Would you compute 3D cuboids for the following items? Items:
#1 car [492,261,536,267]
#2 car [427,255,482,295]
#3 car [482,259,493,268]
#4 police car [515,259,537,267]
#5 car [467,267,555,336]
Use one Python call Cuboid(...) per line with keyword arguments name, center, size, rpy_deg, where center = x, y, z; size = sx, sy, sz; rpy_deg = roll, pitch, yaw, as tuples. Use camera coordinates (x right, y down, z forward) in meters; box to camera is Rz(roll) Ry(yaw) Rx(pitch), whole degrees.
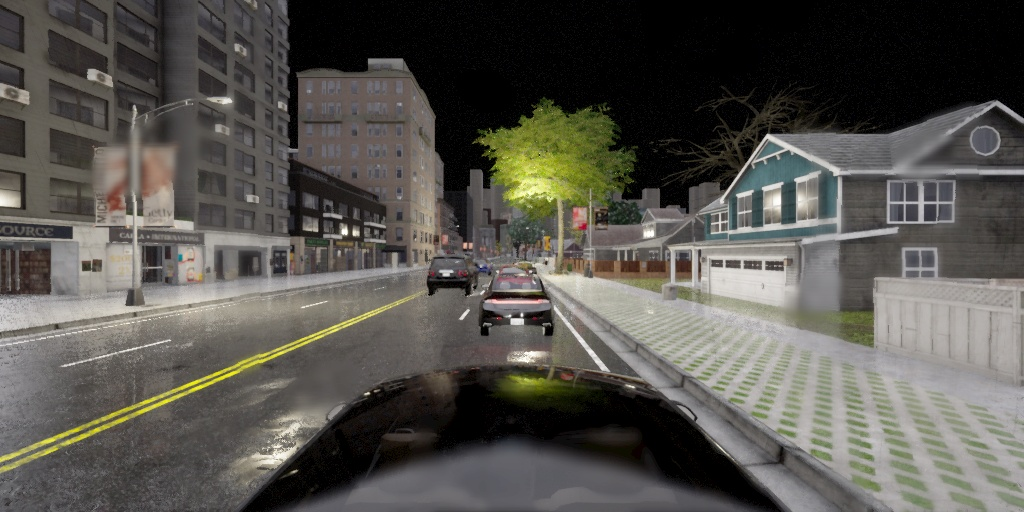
Cuboid(name="car", center=(0.124, 1.219, 19.869), size=(1.882, 1.535, 5.008), rpy_deg=(0, 0, 0))
Cuboid(name="car", center=(-3.126, 0.965, 19.761), size=(2.150, 2.045, 5.566), rpy_deg=(0, 0, 0))
Cuboid(name="car", center=(-3.103, 1.071, 37.802), size=(2.097, 1.767, 4.553), rpy_deg=(0, 0, 0))
Cuboid(name="police car", center=(1.011, 1.155, 29.598), size=(1.930, 1.638, 5.238), rpy_deg=(0, 0, 0))
Cuboid(name="car", center=(0.114, 1.239, 10.366), size=(2.128, 1.511, 4.902), rpy_deg=(0, 0, 0))
